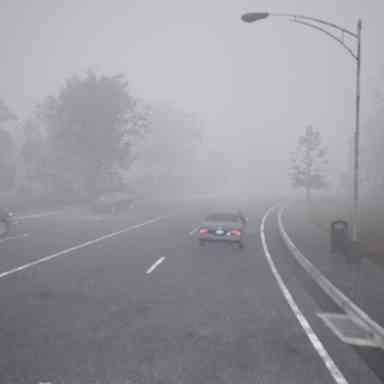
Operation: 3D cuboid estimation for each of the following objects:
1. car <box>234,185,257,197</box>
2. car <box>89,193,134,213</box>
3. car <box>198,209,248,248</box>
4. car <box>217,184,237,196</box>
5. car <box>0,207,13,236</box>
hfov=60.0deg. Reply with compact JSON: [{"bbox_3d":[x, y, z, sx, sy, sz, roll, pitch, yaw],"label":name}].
[{"bbox_3d":[9.451,-0.101,56.694,1.882,1.535,5.008,1,2,30],"label":"car"},{"bbox_3d":[-6.504,0.822,27.452,1.882,1.535,5.008,2,3,16],"label":"car"},{"bbox_3d":[1.457,1.475,14.746,2.033,1.411,5.357,2,1,10],"label":"car"},{"bbox_3d":[6.423,-0.425,58.440,2.150,2.045,5.566,1,2,30],"label":"car"},{"bbox_3d":[-9.384,1.164,13.297,1.837,1.490,4.892,2,1,9],"label":"car"}]
